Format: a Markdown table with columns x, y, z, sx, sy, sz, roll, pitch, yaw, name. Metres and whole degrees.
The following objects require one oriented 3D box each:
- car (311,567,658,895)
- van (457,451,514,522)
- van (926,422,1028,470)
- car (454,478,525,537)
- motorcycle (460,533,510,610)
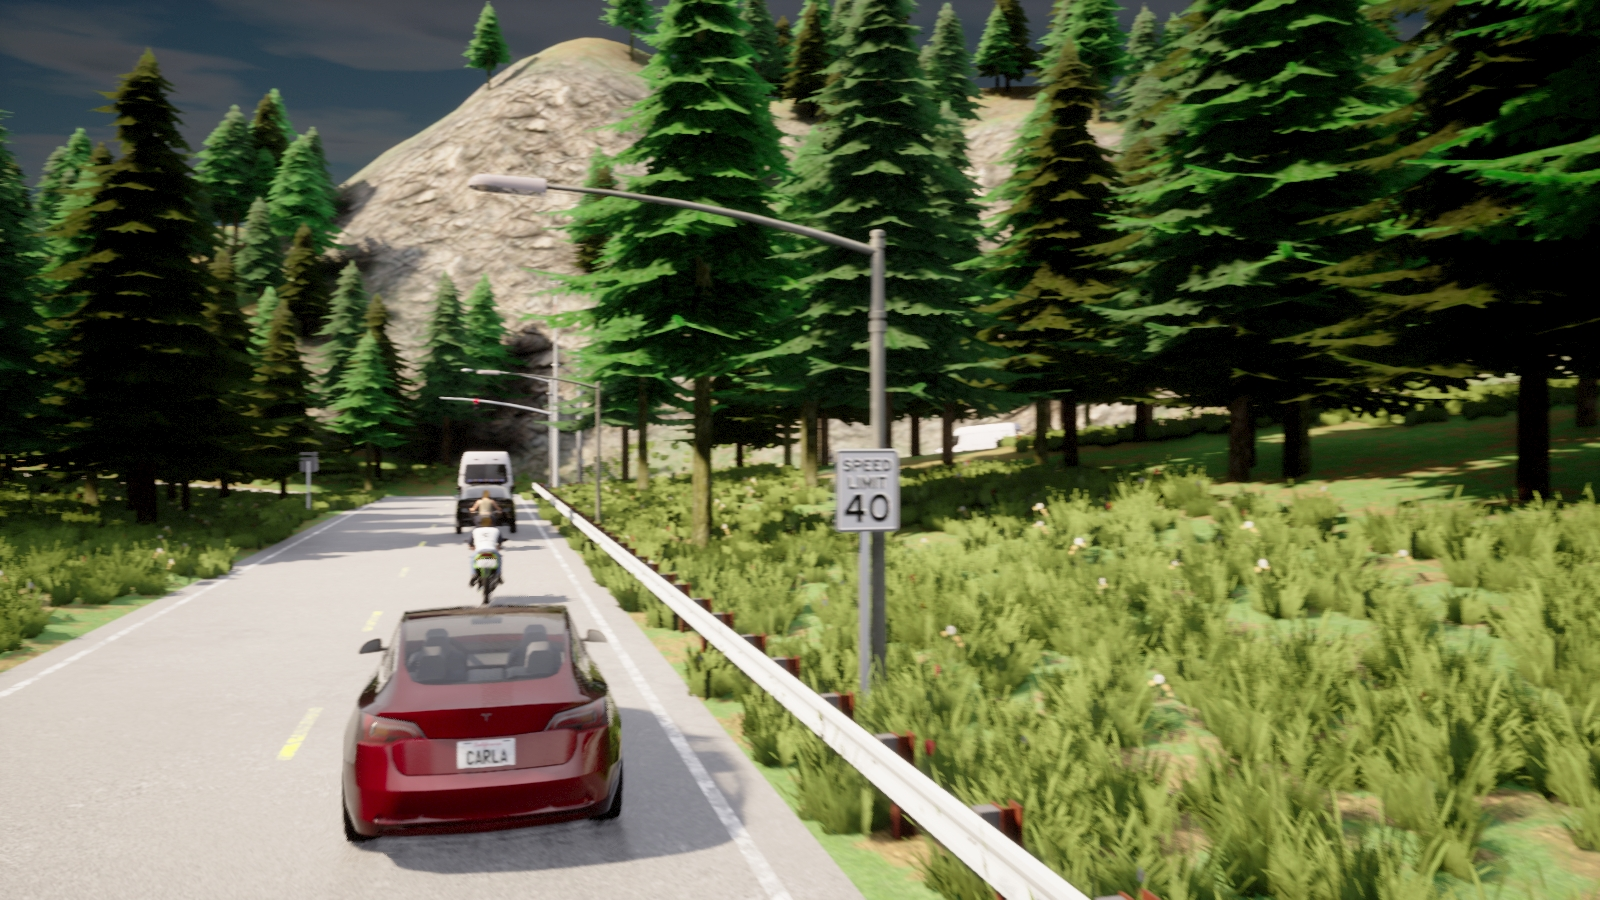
| x | y | z | sx | sy | sz | roll | pitch | yaw | name |
| --- | --- | --- | --- | --- | --- | --- | --- | --- | --- |
| -2.632 | 2.015 | 9.709 | 2.163 | 1.488 | 4.792 | 0 | 0 | -15 | car |
| -12.319 | 1.338 | 44.794 | 1.988 | 2.561 | 5.915 | 0 | 0 | -15 | van |
| 11.157 | -0.236 | 72.150 | 5.915 | 2.561 | 1.988 | -5 | -2 | 26 | van |
| -10.237 | 1.816 | 37.674 | 2.097 | 1.638 | 5.238 | 0 | 0 | -15 | car |
| -5.586 | 2.118 | 20.265 | 0.803 | 1.145 | 2.033 | 0 | -1 | -15 | motorcycle |
